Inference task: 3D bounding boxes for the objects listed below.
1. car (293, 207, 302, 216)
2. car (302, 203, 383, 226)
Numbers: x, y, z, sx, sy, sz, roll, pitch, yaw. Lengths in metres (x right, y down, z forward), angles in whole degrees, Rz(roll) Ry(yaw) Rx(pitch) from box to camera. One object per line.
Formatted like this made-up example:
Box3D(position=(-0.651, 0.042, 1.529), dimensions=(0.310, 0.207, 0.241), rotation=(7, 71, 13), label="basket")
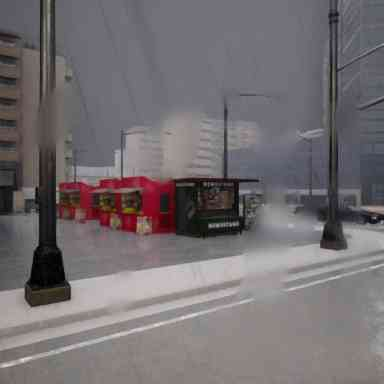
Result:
Box3D(position=(11.712, 1.669, 29.774), dimensions=(2.033, 1.411, 5.357), rotation=(0, -1, -36), label="car")
Box3D(position=(11.217, 1.627, 24.492), dimensions=(2.033, 1.411, 5.357), rotation=(0, -1, -36), label="car")
